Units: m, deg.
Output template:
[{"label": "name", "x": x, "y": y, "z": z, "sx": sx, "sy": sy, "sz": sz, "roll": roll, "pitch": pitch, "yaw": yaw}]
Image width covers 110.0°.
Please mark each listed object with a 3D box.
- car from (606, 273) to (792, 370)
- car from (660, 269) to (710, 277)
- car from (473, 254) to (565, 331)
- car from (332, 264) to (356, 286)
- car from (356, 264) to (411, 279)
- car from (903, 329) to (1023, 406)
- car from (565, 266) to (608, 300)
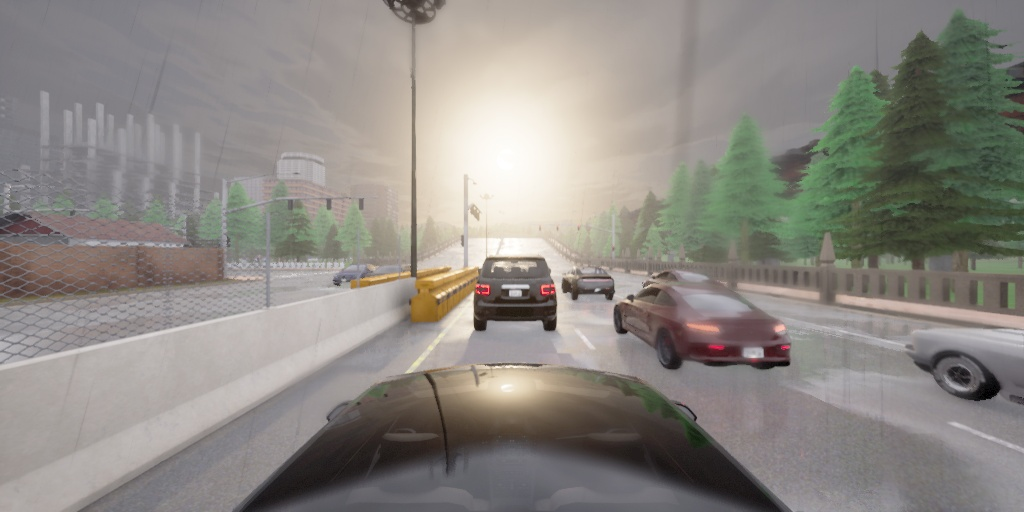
[{"label": "car", "x": 3.592, "y": 1.270, "z": 7.632, "sx": 1.812, "sy": 1.442, "sz": 4.674, "roll": 0, "pitch": 0, "yaw": 0}, {"label": "car", "x": 7.069, "y": 1.263, "z": 15.145, "sx": 1.812, "sy": 1.442, "sz": 4.674, "roll": 0, "pitch": 0, "yaw": 0}, {"label": "car", "x": 0.081, "y": 0.963, "z": 11.072, "sx": 2.150, "sy": 2.045, "sz": 5.566, "roll": 0, "pitch": 0, "yaw": 0}, {"label": "car", "x": -10.550, "y": 1.255, "z": 24.807, "sx": 1.812, "sy": 1.442, "sz": 4.674, "roll": 0, "pitch": 0, "yaw": 0}, {"label": "car", "x": -7.076, "y": 1.210, "z": 21.203, "sx": 1.882, "sy": 1.535, "sz": 5.008, "roll": 0, "pitch": 0, "yaw": 0}, {"label": "car", "x": 7.099, "y": 1.349, "z": 3.448, "sx": 1.895, "sy": 1.301, "sz": 4.718, "roll": 0, "pitch": 0, "yaw": 0}, {"label": "car", "x": 3.573, "y": 1.227, "z": 17.452, "sx": 2.128, "sy": 1.511, "sz": 4.902, "roll": 0, "pitch": 0, "yaw": 0}]
